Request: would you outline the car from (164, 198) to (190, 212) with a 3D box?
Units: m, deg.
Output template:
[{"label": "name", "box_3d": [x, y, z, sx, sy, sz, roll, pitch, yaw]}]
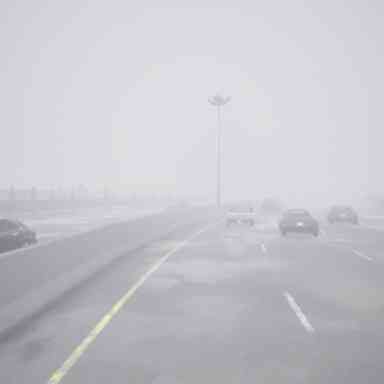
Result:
[{"label": "car", "box_3d": [-1.725, 1.658, 40.840, 1.812, 1.442, 4.674, 0, 0, 23]}]

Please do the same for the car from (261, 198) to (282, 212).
[{"label": "car", "box_3d": [9.860, 1.533, 40.713, 2.097, 1.767, 4.553, 0, 0, 23]}]

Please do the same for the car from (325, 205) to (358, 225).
[{"label": "car", "box_3d": [11.535, 1.700, 25.832, 1.994, 1.385, 4.181, 0, 0, 18]}]

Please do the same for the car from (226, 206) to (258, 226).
[{"label": "car", "box_3d": [3.797, 1.701, 24.592, 1.895, 1.301, 4.718, 0, 0, 16]}]

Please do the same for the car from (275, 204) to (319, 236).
[{"label": "car", "box_3d": [6.077, 1.655, 19.321, 1.994, 1.385, 4.181, 0, 0, 12]}]

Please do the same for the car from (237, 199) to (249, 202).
[{"label": "car", "box_3d": [8.613, 1.791, 55.800, 1.994, 1.385, 4.181, 0, 0, 24]}]

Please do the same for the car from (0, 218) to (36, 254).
[{"label": "car", "box_3d": [-6.405, 1.510, 9.436, 1.837, 1.490, 4.892, 0, 0, 6]}]

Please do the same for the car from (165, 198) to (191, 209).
[{"label": "car", "box_3d": [-1.970, 1.665, 49.092, 1.837, 1.490, 4.892, 0, -1, 24]}]
